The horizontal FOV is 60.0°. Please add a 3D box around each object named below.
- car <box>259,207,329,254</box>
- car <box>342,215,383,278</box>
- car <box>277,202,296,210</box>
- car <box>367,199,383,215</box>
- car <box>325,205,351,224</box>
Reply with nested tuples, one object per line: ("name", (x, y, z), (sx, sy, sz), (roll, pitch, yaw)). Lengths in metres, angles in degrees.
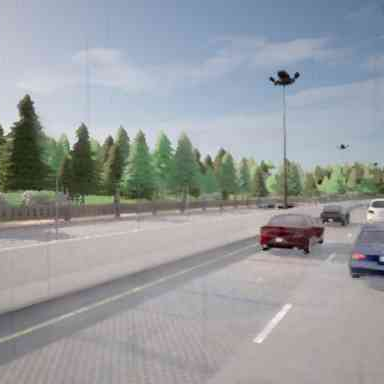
("car", (4.527, 1.662, 14.645), (1.882, 1.535, 5.008), (-1, -1, 31))
("car", (5.872, 1.665, 10.042), (2.033, 1.411, 5.357), (-1, -1, 30))
("car", (15.657, 2.293, 55.075), (1.895, 1.301, 4.718), (-1, -1, 31))
("car", (13.903, 1.499, 23.917), (2.150, 2.045, 5.566), (-1, -1, 31))
("car", (11.463, 1.828, 26.657), (1.837, 1.490, 4.892), (-1, -1, 31))
